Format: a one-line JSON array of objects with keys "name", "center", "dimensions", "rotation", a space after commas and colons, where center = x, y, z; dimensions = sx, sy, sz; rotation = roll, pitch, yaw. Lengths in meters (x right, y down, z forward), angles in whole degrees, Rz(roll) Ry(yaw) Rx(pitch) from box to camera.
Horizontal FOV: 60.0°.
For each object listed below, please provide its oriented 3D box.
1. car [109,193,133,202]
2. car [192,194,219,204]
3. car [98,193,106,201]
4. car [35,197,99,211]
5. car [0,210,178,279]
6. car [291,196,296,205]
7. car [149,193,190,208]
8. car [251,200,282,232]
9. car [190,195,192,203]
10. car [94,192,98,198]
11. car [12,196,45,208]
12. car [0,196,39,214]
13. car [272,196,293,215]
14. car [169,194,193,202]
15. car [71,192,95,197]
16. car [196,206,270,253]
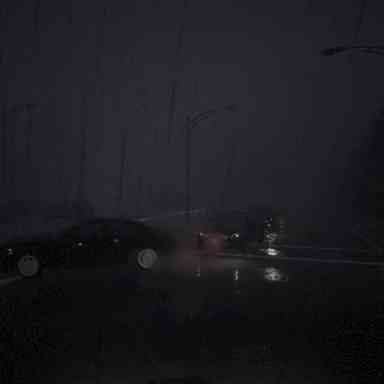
[{"name": "car", "center": [-13.927, 1.044, 65.314], "dimensions": [4.605, 1.855, 1.932], "rotation": [0, 0, 18]}, {"name": "car", "center": [1.557, 1.124, 56.812], "dimensions": [5.027, 1.636, 2.152], "rotation": [0, 0, 18]}, {"name": "car", "center": [-20.342, 1.013, 70.932], "dimensions": [3.866, 1.878, 1.905], "rotation": [0, 0, 18]}, {"name": "car", "center": [-9.083, 1.355, 24.219], "dimensions": [3.633, 1.501, 1.845], "rotation": [0, 0, 18]}, {"name": "car", "center": [-2.927, 1.475, 9.924], "dimensions": [5.008, 1.535, 1.882], "rotation": [0, 0, -19]}, {"name": "car", "center": [17.494, 1.478, 59.785], "dimensions": [1.837, 1.490, 4.892], "rotation": [0, -1, 19]}, {"name": "car", "center": [-3.044, 1.073, 41.795], "dimensions": [4.605, 1.855, 1.932], "rotation": [0, 0, 18]}, {"name": "car", "center": [4.242, 1.489, 20.284], "dimensions": [1.837, 1.490, 4.892], "rotation": [0, 0, 19]}, {"name": "car", "center": [-2.511, 1.051, 44.681], "dimensions": [3.866, 1.878, 1.905], "rotation": [0, 0, 18]}, {"name": "car", "center": [-21.979, 1.297, 67.974], "dimensions": [3.806, 1.475, 1.970], "rotation": [0, 0, 18]}, {"name": "car", "center": [-21.779, 1.273, 44.270], "dimensions": [3.633, 1.501, 1.845], "rotation": [0, 0, 18]}, {"name": "car", "center": [-15.171, 1.355, 29.404], "dimensions": [3.806, 1.475, 1.970], "rotation": [0, 0, 18]}, {"name": "car", "center": [8.608, 1.471, 33.294], "dimensions": [2.128, 1.511, 4.902], "rotation": [0, 0, 19]}, {"name": "car", "center": [-2.229, 1.256, 68.713], "dimensions": [4.514, 1.523, 2.007], "rotation": [0, 0, 18]}, {"name": "car", "center": [-18.562, 1.248, 53.730], "dimensions": [4.514, 1.523, 2.007], "rotation": [0, 0, 18]}, {"name": "car", "center": [1.785, 1.514, 13.926], "dimensions": [1.812, 1.442, 4.674], "rotation": [0, 0, 24]}]
